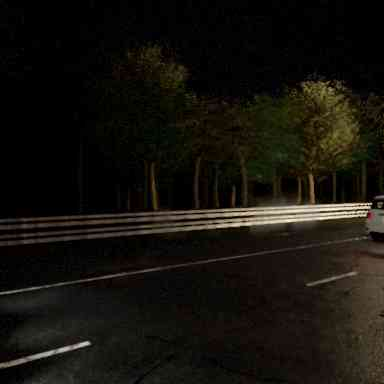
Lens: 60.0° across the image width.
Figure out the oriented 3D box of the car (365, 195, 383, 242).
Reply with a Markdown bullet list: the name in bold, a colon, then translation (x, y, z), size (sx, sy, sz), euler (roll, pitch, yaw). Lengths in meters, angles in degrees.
- **car**: translation (9.936, 1.141, 14.640), size (5.566, 2.045, 2.150), euler (0, 0, -33)
